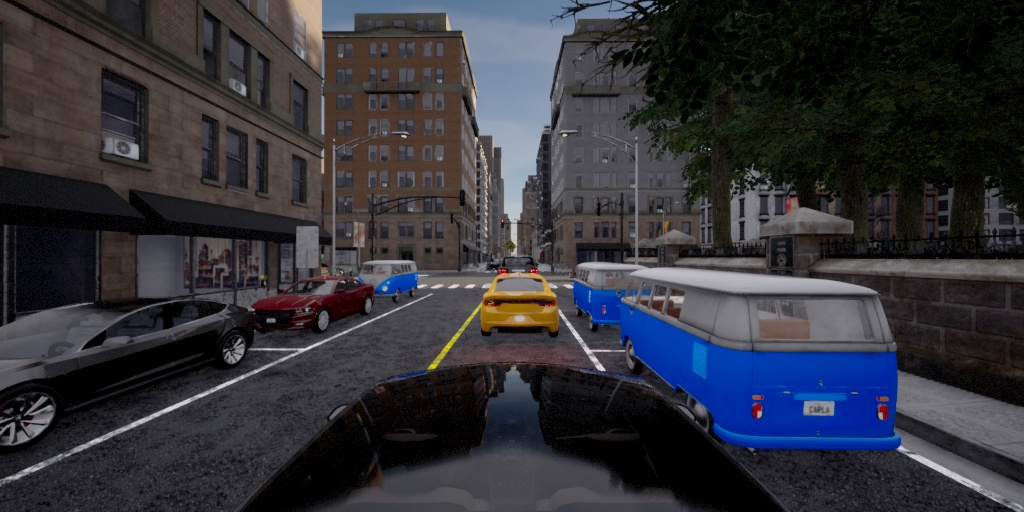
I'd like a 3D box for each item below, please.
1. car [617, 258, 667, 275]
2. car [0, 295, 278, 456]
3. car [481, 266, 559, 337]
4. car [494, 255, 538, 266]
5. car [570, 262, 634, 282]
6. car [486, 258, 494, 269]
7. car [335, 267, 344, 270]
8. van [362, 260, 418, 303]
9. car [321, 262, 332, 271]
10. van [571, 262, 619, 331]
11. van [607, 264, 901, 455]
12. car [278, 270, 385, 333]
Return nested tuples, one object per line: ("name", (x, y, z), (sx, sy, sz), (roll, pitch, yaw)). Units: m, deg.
("car", (13.839, 1.093, 38.347), (4.553, 1.767, 2.097), (0, 0, 0))
("car", (-5.810, 1.316, 5.133), (1.948, 1.339, 4.313), (0, 0, 1))
("car", (0.221, 1.226, 10.380), (1.882, 1.535, 5.008), (0, 0, 1))
("car", (0.322, 0.965, 20.336), (2.150, 2.045, 5.566), (0, 0, 0))
("car", (7.047, 1.239, 28.436), (4.674, 1.442, 1.812), (0, 0, 0))
("car", (-2.325, 1.085, 49.585), (2.097, 1.767, 4.553), (0, 0, 2))
("car", (-17.471, 1.249, 31.837), (4.892, 1.490, 1.837), (0, 0, 0))
("van", (-5.589, 1.087, 16.451), (1.690, 1.789, 3.998), (0, 0, 1))
("car", (-17.159, 1.084, 28.586), (4.553, 1.767, 2.097), (0, 0, 0))
("van", (2.824, 1.089, 10.634), (1.690, 1.789, 3.998), (0, 0, 1))
("van", (2.713, 1.090, 4.978), (1.690, 1.789, 3.998), (0, 0, 1))
("car", (-5.700, 1.294, 10.792), (1.888, 1.381, 4.507), (0, 0, 1))
